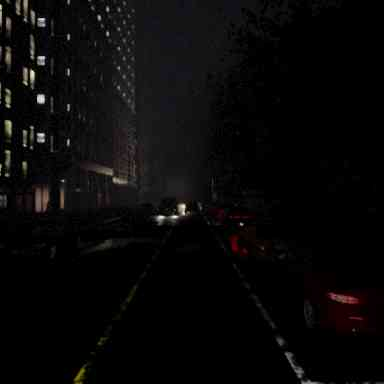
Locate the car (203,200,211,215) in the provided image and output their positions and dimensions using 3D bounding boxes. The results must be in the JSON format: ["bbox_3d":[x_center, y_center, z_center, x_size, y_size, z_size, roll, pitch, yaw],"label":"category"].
[{"bbox_3d":[2.698,1.977,40.326,1.887,1.381,4.507,0,-1,0],"label":"car"}]

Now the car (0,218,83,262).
[{"bbox_3d":[-5.464,1.685,12.493,2.008,1.369,4.403,0,-1,0],"label":"car"}]

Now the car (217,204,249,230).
[{"bbox_3d":[3.015,1.748,22.851,1.837,1.490,4.892,0,-1,0],"label":"car"}]

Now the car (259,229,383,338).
[{"bbox_3d":[2.707,1.653,6.574,1.802,1.307,4.206,0,-1,0],"label":"car"}]

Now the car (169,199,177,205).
[{"bbox_3d":[-4.852,2.496,85.622,1.947,1.339,4.313,0,-1,1],"label":"car"}]

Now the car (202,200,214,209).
[{"bbox_3d":[2.758,2.161,57.239,1.887,1.381,4.507,0,-1,0],"label":"car"}]

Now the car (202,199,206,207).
[{"bbox_3d":[2.703,2.044,45.959,2.008,1.369,4.403,0,-1,0],"label":"car"}]

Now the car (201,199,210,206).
[{"bbox_3d":[2.962,2.330,74.329,1.752,1.417,4.829,0,-1,1],"label":"car"}]

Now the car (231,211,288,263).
[{"bbox_3d":[2.706,1.658,12.370,1.752,1.417,4.829,0,-1,0],"label":"car"}]

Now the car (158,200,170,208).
[{"bbox_3d":[-5.213,2.226,63.122,1.887,1.381,4.507,0,-1,0],"label":"car"}]

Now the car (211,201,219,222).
[{"bbox_3d":[3.008,1.796,29.851,1.882,1.535,5.008,0,-1,0],"label":"car"}]

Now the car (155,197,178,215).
[{"bbox_3d":[-2.852,1.652,40.437,2.150,2.045,5.566,0,0,0],"label":"car"}]

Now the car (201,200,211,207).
[{"bbox_3d":[2.877,2.285,68.520,1.887,1.381,4.507,0,-1,1],"label":"car"}]

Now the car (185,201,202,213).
[{"bbox_3d":[0.018,2.013,43.460,2.033,1.411,5.357,0,-1,1],"label":"car"}]

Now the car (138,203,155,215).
[{"bbox_3d":[-5.472,2.002,40.629,1.947,1.339,4.313,0,-1,0],"label":"car"}]

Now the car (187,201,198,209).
[{"bbox_3d":[0.065,2.246,59.882,1.895,1.301,4.718,0,-1,1],"label":"car"}]
